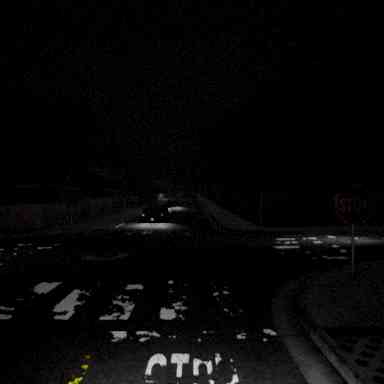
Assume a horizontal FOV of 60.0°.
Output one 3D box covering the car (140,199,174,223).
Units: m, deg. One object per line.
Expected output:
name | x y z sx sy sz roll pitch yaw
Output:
car | -2.811 1.556 26.213 2.033 1.411 5.357 0 0 0

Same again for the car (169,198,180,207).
car | -2.863 1.576 50.702 1.895 1.301 4.718 0 0 0
